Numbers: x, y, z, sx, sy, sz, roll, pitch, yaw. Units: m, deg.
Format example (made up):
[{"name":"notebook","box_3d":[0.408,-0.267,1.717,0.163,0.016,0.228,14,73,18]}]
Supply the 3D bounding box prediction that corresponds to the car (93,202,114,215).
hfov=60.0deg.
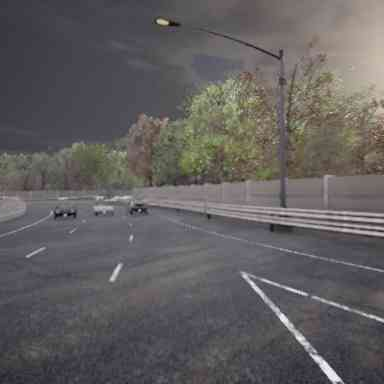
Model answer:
[{"name":"car","box_3d":[-9.725,1.766,36.197,1.895,1.301,4.718,0,0,-19]}]

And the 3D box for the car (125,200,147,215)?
[{"name":"car","box_3d":[-6.105,1.630,36.264,1.837,1.490,4.892,1,-1,-19]}]

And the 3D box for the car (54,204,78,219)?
[{"name":"car","box_3d":[-11.900,1.778,31.615,1.895,1.301,4.718,0,0,-17]}]
